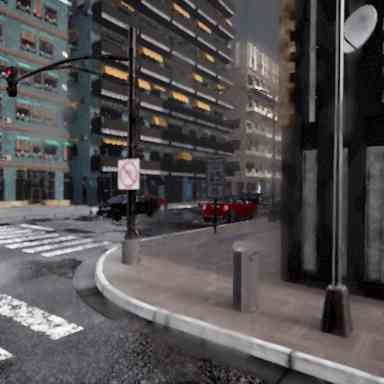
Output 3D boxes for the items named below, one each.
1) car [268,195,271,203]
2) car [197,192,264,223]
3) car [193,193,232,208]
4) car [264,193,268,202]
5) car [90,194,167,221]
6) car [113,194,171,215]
[{"bbox_3d":[8.866,0.765,43.487,1.947,1.339,4.313,1,1,36],"label":"car"},{"bbox_3d":[2.403,0.907,20.172,1.967,1.590,4.097,1,1,36],"label":"car"},{"bbox_3d":[2.199,0.835,34.326,2.008,1.369,4.403,1,1,36],"label":"car"},{"bbox_3d":[5.889,0.797,34.994,1.837,1.490,4.892,1,1,36],"label":"car"},{"bbox_3d":[-4.196,0.914,21.147,2.128,1.511,4.902,1,1,36],"label":"car"},{"bbox_3d":[-3.818,0.904,26.211,1.887,1.381,4.507,1,1,36],"label":"car"}]
